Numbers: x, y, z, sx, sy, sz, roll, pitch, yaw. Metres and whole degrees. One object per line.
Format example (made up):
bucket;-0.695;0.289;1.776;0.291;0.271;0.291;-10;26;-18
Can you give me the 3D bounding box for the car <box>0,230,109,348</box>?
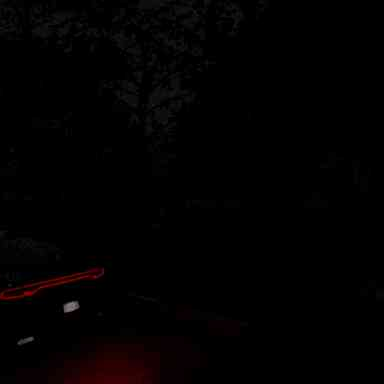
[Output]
car;-3.670;1.442;6.051;5.008;1.535;1.882;0;0;36
